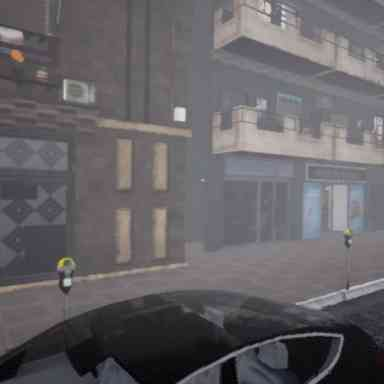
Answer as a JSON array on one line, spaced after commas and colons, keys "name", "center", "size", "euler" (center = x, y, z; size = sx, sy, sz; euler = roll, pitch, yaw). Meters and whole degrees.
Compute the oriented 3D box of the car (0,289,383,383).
[{"name": "car", "center": [-0.370, 1.529, 2.214], "size": [4.313, 1.339, 1.947], "euler": [0, 1, -34]}]
